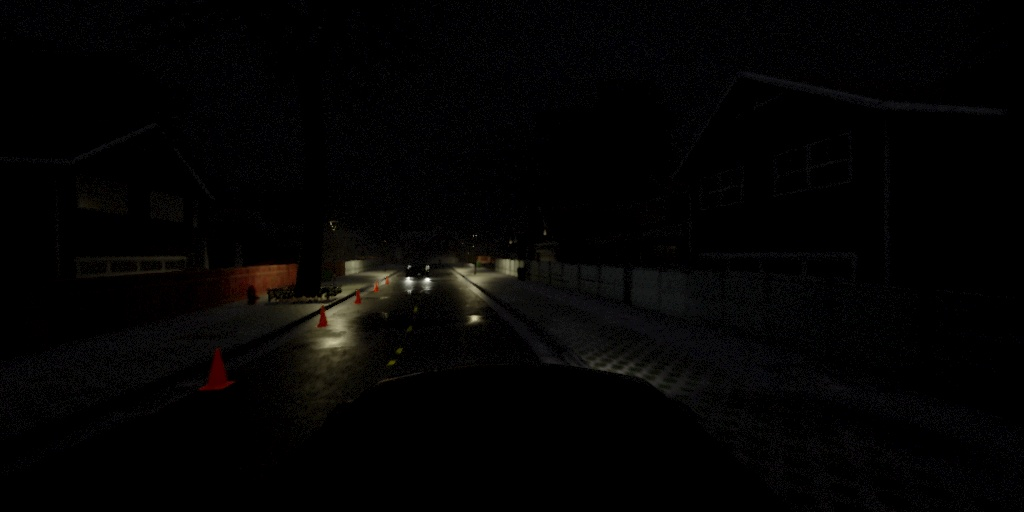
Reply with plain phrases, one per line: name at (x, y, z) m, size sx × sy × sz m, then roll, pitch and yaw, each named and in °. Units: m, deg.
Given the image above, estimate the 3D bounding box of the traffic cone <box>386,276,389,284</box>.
traffic cone at (-8.660, 1.673, 24.932) m, size 0.340 × 0.580 × 0.340 m, roll 0°, pitch 0°, yaw -12°

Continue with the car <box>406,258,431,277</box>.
car at (-8.838, 1.011, 33.829) m, size 2.097 × 1.767 × 4.553 m, roll -1°, pitch 0°, yaw -16°

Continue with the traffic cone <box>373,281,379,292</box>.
traffic cone at (-7.579, 1.689, 20.050) m, size 0.340 × 0.580 × 0.340 m, roll 0°, pitch 0°, yaw -12°

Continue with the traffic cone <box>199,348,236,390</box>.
traffic cone at (-4.597, 1.738, 5.610) m, size 0.340 × 0.580 × 0.340 m, roll 0°, pitch 0°, yaw -7°

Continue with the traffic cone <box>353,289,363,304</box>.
traffic cone at (-6.499, 1.705, 15.168) m, size 0.340 × 0.580 × 0.340 m, roll 0°, pitch 0°, yaw -12°

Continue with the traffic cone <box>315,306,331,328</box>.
traffic cone at (-5.419, 1.721, 10.286) m, size 0.340 × 0.580 × 0.340 m, roll 0°, pitch 0°, yaw -12°
